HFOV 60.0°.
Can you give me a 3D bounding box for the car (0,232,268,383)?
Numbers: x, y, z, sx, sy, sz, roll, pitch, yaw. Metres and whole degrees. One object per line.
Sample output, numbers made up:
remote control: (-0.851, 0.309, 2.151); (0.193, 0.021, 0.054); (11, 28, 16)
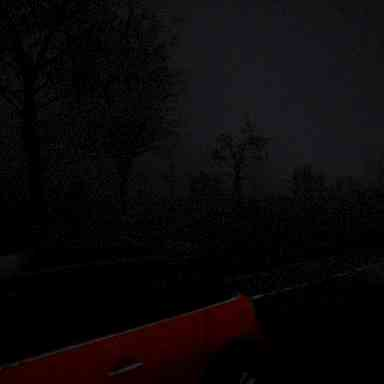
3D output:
car: (-1.488, 1.348, 2.904); (4.553, 1.767, 2.097); (-1, 0, -35)
